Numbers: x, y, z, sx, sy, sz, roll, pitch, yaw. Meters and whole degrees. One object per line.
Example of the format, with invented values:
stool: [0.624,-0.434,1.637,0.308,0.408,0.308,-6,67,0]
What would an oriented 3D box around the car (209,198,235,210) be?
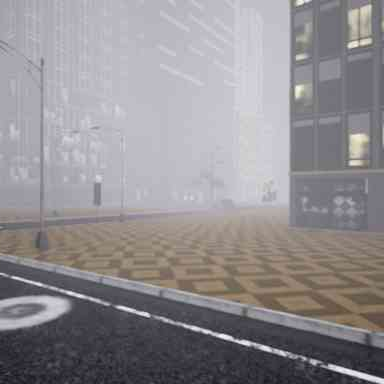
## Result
car: [4.426,1.689,48.975,2.097,1.767,4.553,0,0,37]
